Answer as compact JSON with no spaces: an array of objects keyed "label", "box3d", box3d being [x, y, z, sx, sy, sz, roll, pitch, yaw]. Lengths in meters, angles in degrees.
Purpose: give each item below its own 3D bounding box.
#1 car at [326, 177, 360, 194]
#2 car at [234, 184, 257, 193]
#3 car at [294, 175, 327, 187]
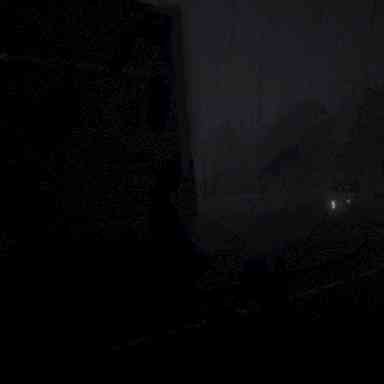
[{"label":"car","box3d":[15.676,-0.733,33.902,1.837,1.490,4.892,-4,3,38]},{"label":"car","box3d":[8.712,-0.603,54.941,1.994,1.385,4.181,-6,0,-31]},{"label":"car","box3d":[17.386,-1.636,48.825,4.892,1.490,1.837,-4,4,41]}]
